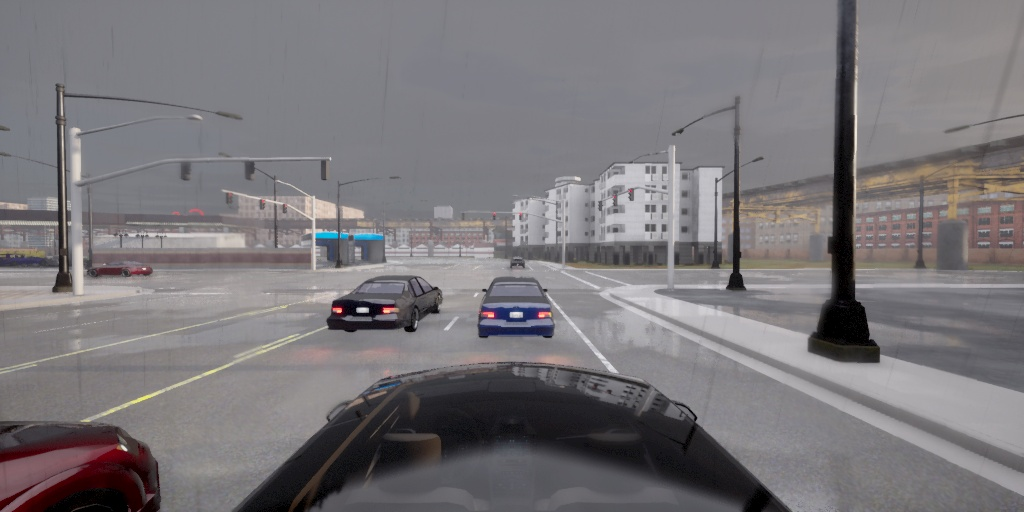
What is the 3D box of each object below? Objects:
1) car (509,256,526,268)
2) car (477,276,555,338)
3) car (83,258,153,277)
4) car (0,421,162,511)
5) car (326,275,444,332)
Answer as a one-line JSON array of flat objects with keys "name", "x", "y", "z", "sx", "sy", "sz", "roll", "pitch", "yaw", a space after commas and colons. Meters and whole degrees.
[{"name": "car", "x": 0.694, "y": 0.771, "z": 46.178, "sx": 1.837, "sy": 1.490, "sz": 4.892, "roll": 0, "pitch": 1, "yaw": 0}, {"name": "car", "x": 0.088, "y": 1.280, "z": 10.088, "sx": 2.033, "sy": 1.411, "sz": 5.357, "roll": 0, "pitch": 0, "yaw": 0}, {"name": "car", "x": -33.771, "y": 1.085, "z": 30.927, "sx": 4.181, "sy": 1.385, "sz": 1.994, "roll": 0, "pitch": 1, "yaw": -1}, {"name": "car", "x": -3.394, "y": 1.314, "z": 0.692, "sx": 1.994, "sy": 1.385, "sz": 4.181, "roll": 0, "pitch": 0, "yaw": -1}, {"name": "car", "x": -3.409, "y": 1.274, "z": 10.689, "sx": 2.033, "sy": 1.411, "sz": 5.357, "roll": 0, "pitch": 0, "yaw": 0}]
